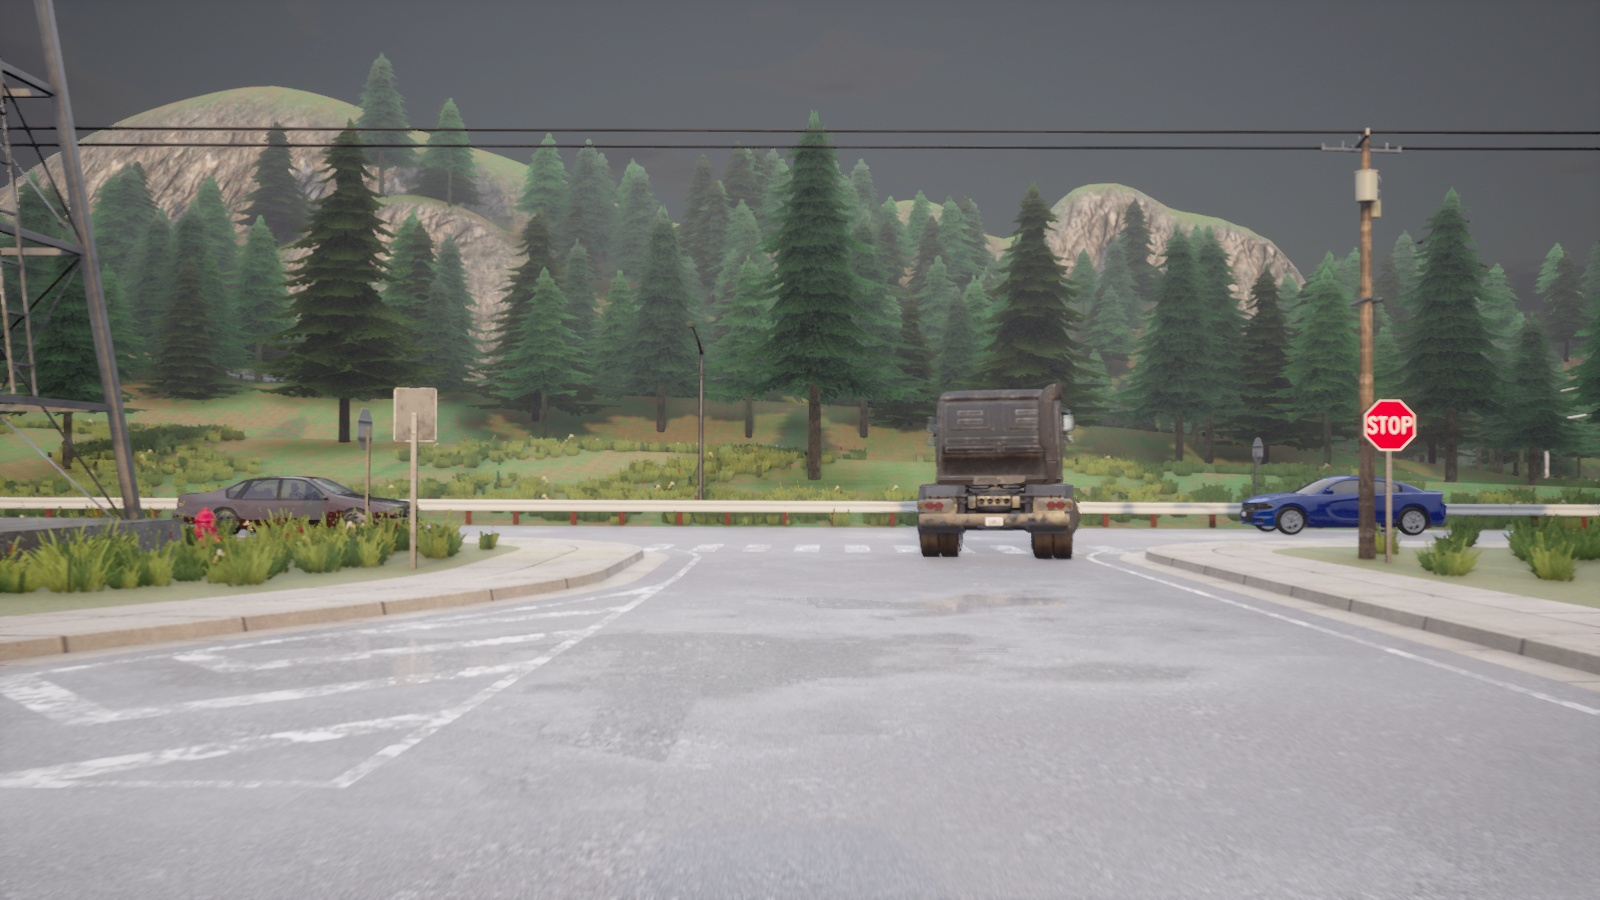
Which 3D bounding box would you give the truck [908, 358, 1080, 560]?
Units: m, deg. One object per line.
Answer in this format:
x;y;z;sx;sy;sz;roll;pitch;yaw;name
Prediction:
4.097;0.246;25.745;2.891;3.462;7.936;-1;-1;11;truck

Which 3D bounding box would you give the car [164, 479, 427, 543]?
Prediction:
-11.719;1.402;29.434;5.357;1.411;2.033;0;-1;1;car

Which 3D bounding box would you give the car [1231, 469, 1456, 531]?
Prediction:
13.999;1.281;32.545;5.008;1.535;1.882;0;-1;1;car
